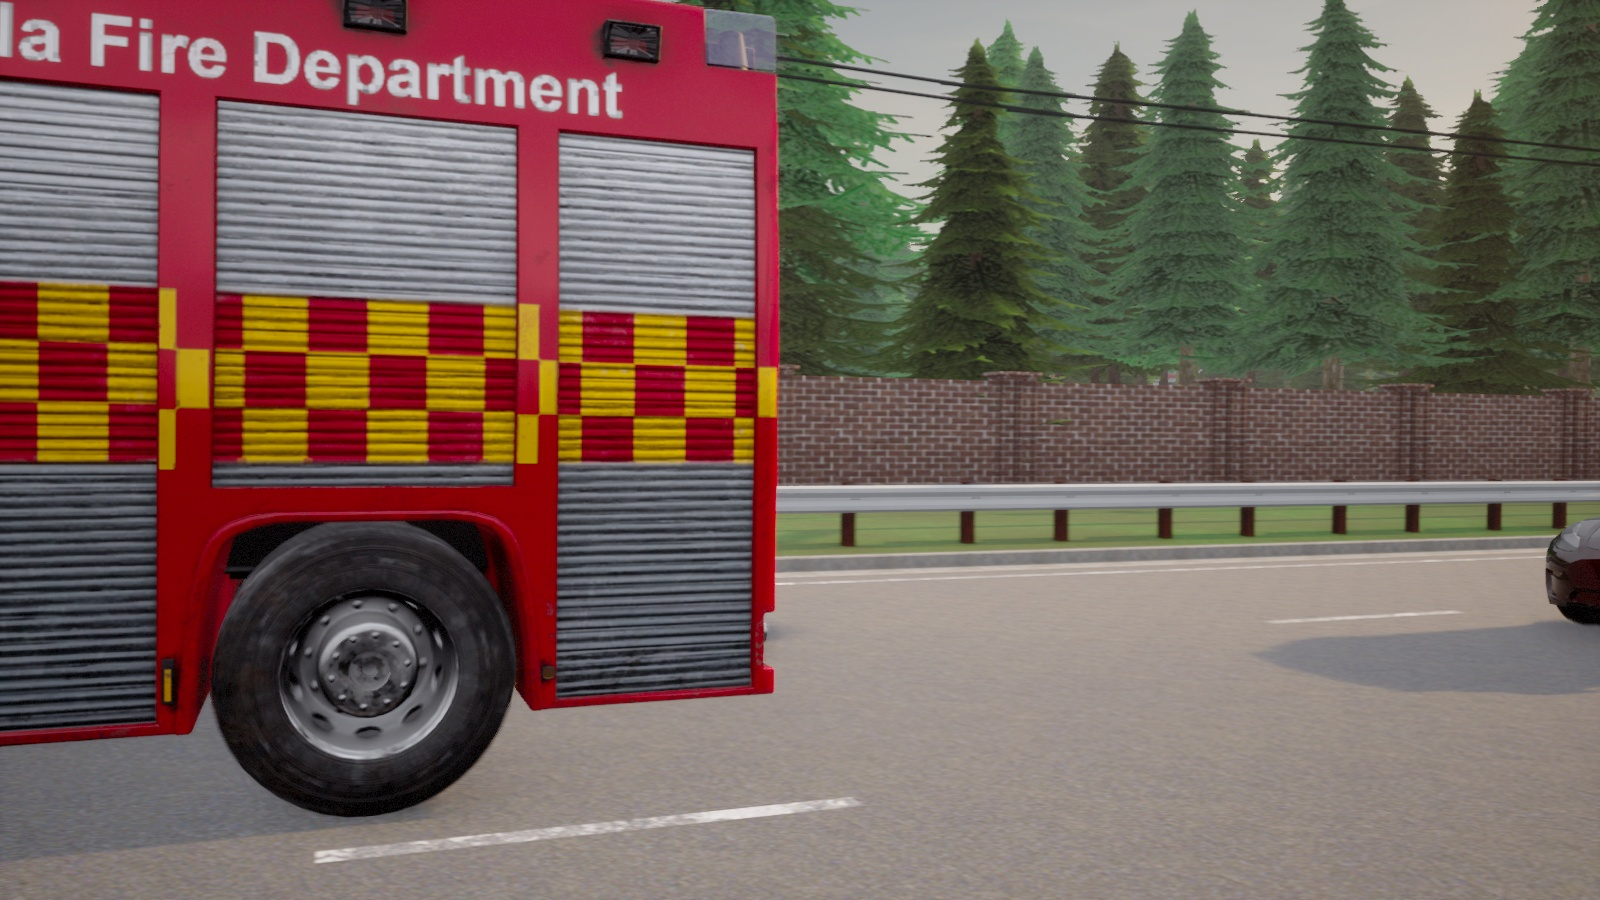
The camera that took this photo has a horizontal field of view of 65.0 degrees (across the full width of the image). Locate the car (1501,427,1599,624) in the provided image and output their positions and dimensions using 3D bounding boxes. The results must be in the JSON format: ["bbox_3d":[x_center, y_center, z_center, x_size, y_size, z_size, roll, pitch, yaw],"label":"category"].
[{"bbox_3d":[8.392,0.542,10.170,4.792,1.488,2.163,-1,1,-21],"label":"car"}]

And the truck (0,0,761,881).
[{"bbox_3d":[-4.659,-0.401,5.200,8.468,3.827,2.891,-1,1,-21],"label":"truck"}]
